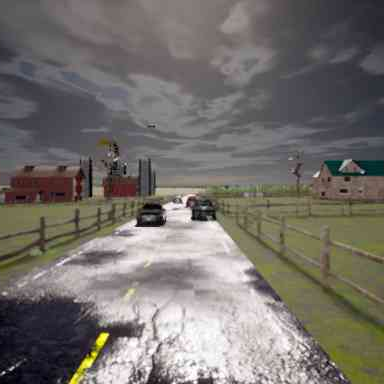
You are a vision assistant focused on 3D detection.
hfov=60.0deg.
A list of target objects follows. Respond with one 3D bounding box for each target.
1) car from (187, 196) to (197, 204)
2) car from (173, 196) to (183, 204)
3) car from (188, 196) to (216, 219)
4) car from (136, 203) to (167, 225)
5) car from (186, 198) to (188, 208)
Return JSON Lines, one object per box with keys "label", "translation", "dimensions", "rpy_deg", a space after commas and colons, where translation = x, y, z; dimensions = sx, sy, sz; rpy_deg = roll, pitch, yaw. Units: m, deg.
{"label": "car", "translation": [0.010, 1.498, 64.811], "dimensions": [1.882, 1.535, 5.008], "rpy_deg": [0, 0, 0]}
{"label": "car", "translation": [-2.758, 1.518, 65.257], "dimensions": [2.128, 1.511, 4.902], "rpy_deg": [0, 0, 1]}
{"label": "car", "translation": [0.966, 1.348, 29.204], "dimensions": [2.097, 1.767, 4.553], "rpy_deg": [0, 0, 0]}
{"label": "car", "translation": [-2.845, 1.522, 24.082], "dimensions": [1.812, 1.442, 4.674], "rpy_deg": [0, 0, 0]}
{"label": "car", "translation": [0.018, 1.530, 49.165], "dimensions": [1.812, 1.442, 4.674], "rpy_deg": [0, 0, 0]}
